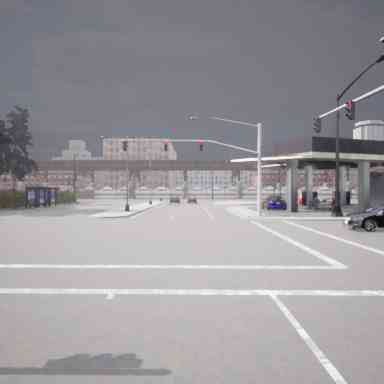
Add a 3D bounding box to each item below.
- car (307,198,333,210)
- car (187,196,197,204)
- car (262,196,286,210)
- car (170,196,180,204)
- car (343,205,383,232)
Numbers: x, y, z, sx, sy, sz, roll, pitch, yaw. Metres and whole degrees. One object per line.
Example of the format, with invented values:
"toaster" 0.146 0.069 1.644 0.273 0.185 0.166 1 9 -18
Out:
"car" 15.478 1.456 40.402 1.970 1.475 3.806 0 0 0
"car" 0.037 1.547 64.324 2.033 1.411 5.357 0 0 0
"car" 9.733 1.295 39.643 2.242 1.667 4.611 0 0 0
"car" -3.361 1.491 66.247 2.128 1.511 4.902 0 0 0
"car" 11.445 1.491 19.458 4.902 1.511 2.128 0 0 -1
